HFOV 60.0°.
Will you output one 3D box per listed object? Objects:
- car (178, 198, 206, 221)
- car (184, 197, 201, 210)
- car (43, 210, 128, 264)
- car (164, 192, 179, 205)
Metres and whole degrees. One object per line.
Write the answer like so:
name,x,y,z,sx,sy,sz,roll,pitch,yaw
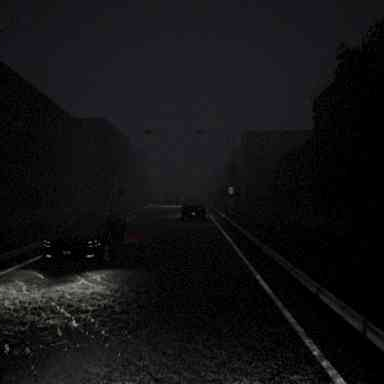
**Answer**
car,0.102,1.434,26.652,1.882,1.535,5.008,0,0,0
car,0.100,1.461,42.941,2.033,1.411,5.357,0,0,0
car,-3.599,1.472,12.053,1.882,1.535,5.008,0,0,0
car,-3.339,1.102,54.868,2.150,2.045,5.566,0,0,2
